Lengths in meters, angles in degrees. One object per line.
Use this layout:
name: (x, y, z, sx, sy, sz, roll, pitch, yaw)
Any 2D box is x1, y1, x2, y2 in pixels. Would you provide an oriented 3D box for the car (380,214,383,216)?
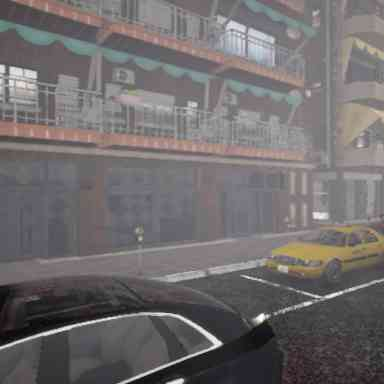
car: (8.802, 1.381, 12.943, 5.009, 1.841, 2.192, 0, -1, -36)

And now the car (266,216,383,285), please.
car: (4.186, 1.574, 9.605, 4.829, 1.417, 1.752, 0, -1, -36)

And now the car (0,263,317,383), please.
car: (-1.402, 1.517, 2.362, 4.892, 1.490, 1.837, 0, 0, -36)
